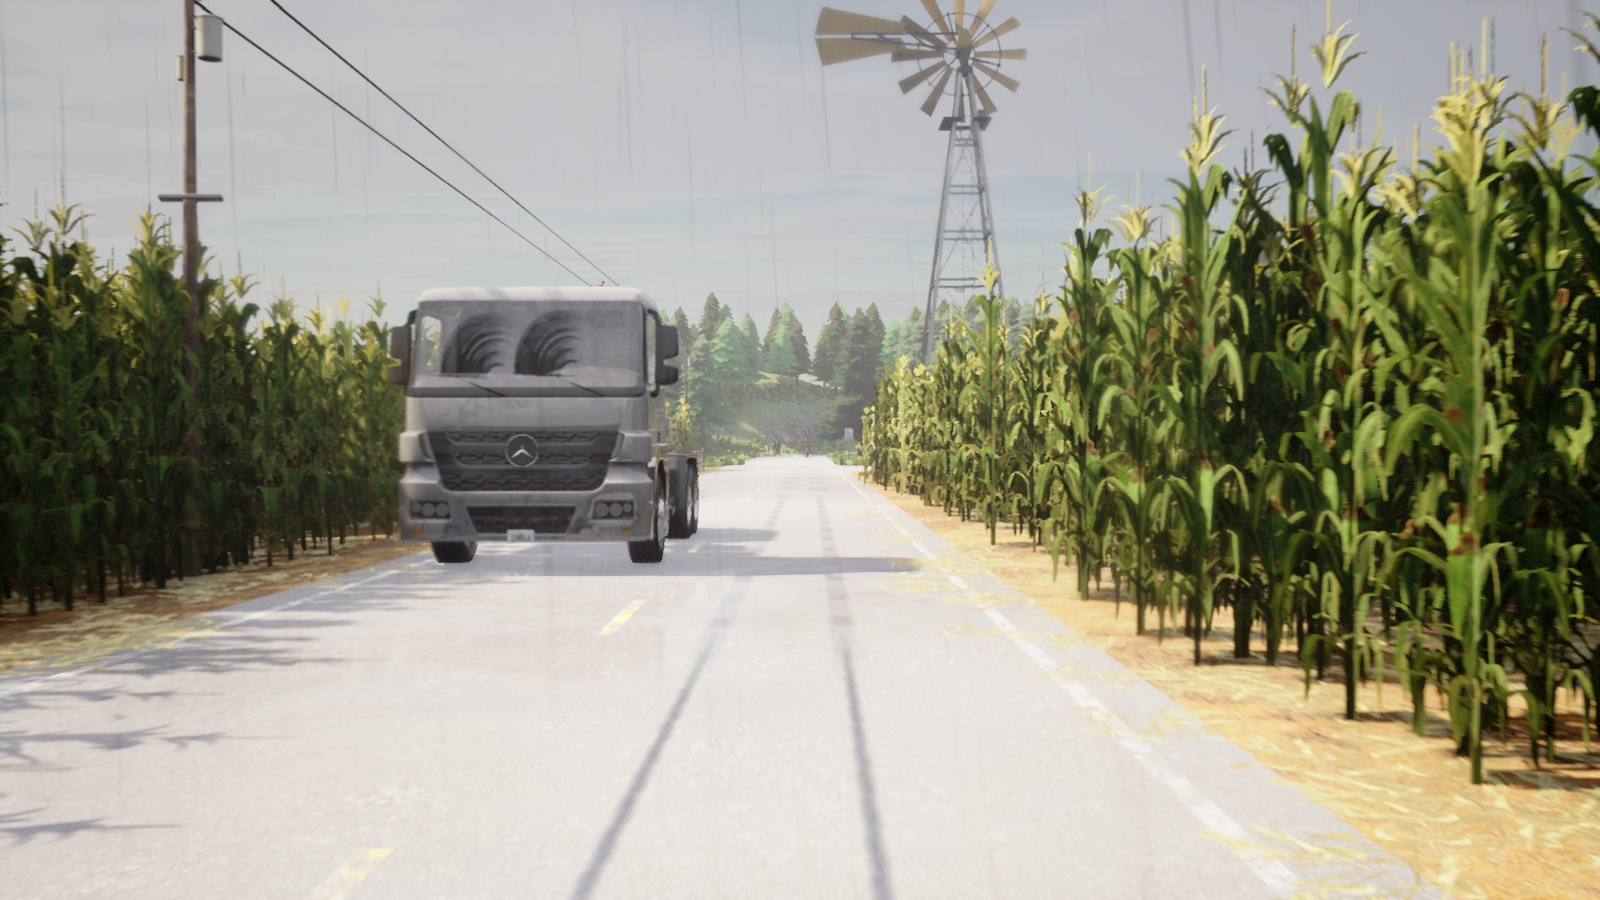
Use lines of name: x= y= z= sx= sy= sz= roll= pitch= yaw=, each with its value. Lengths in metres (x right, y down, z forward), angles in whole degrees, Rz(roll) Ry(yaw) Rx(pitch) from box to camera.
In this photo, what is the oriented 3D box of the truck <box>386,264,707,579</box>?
truck: x=-3.082 y=-0.338 z=17.776 sx=2.891 sy=3.462 sz=7.936 roll=0 pitch=0 yaw=0
